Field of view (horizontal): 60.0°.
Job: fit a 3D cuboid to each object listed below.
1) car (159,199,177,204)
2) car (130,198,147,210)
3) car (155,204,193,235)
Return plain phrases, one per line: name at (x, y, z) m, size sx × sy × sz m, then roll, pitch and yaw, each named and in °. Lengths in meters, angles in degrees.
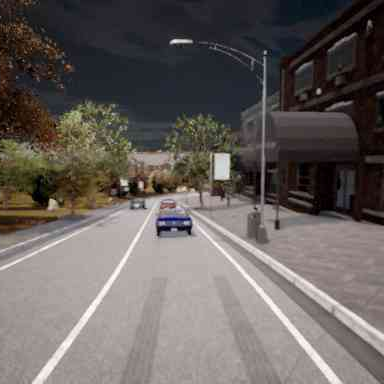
car at (-2.580, 1.498, 36.423) m, size 1.812 × 1.442 × 4.674 m, roll -1°, pitch 0°, yaw -5°
car at (-6.802, 1.503, 42.287) m, size 2.128 × 1.511 × 4.902 m, roll -1°, pitch 0°, yaw -5°
car at (-1.057, 1.577, 18.660) m, size 1.895 × 1.301 × 4.718 m, roll -1°, pitch 0°, yaw -5°
